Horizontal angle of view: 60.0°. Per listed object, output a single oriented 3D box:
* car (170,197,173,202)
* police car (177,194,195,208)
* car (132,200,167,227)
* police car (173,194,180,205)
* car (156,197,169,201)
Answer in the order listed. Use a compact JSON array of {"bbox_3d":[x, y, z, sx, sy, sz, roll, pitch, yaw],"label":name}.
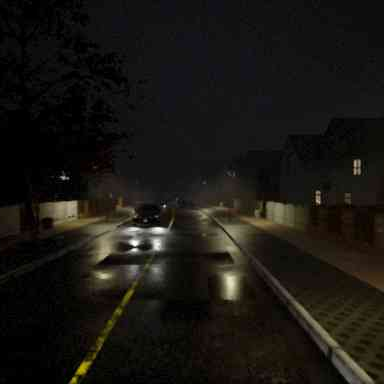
[{"bbox_3d":[-2.459,1.449,65.222,2.150,2.045,5.566,0,-1,-7],"label":"car"},{"bbox_3d":[-0.709,1.525,49.292,1.930,1.638,5.238,0,0,-5],"label":"police car"},{"bbox_3d":[-2.983,1.536,23.214,1.812,1.442,4.674,0,0,-1],"label":"car"},{"bbox_3d":[-1.730,1.599,59.306,1.930,1.638,5.238,0,0,-7],"label":"police car"},{"bbox_3d":[-6.027,1.776,64.812,1.812,1.442,4.674,0,0,-7],"label":"car"}]
